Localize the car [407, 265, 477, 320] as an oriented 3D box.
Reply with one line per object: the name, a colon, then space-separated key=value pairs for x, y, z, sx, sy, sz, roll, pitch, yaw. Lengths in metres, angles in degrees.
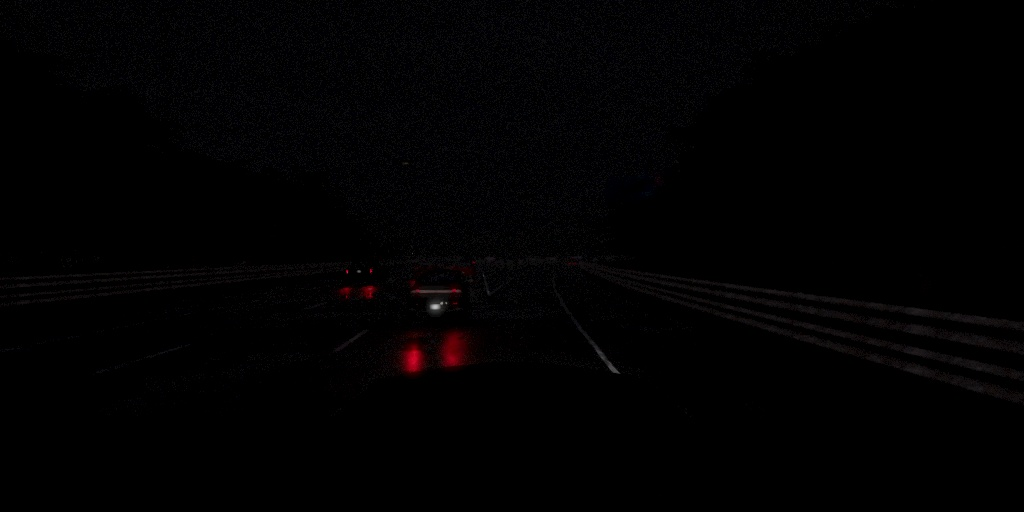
car: x=-2.406 y=1.230 z=12.627 sx=2.128 sy=1.511 sz=4.902 roll=0 pitch=0 yaw=-5

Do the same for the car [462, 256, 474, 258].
car: x=-6.262 y=0.994 z=51.443 sx=2.150 sy=2.045 sz=5.566 roll=0 pitch=0 yaw=-7

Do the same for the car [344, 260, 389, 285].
car: x=-10.600 y=1.091 z=26.441 sx=2.097 sy=1.767 sz=4.553 roll=0 pitch=0 yaw=-5

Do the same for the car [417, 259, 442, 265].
car: x=-7.678 y=1.216 z=32.735 sx=1.882 sy=1.535 sz=5.008 roll=0 pitch=0 yaw=-6

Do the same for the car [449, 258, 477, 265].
car: x=-4.150 y=1.211 z=31.551 sx=1.882 sy=1.535 sz=5.008 roll=0 pitch=0 yaw=-5
